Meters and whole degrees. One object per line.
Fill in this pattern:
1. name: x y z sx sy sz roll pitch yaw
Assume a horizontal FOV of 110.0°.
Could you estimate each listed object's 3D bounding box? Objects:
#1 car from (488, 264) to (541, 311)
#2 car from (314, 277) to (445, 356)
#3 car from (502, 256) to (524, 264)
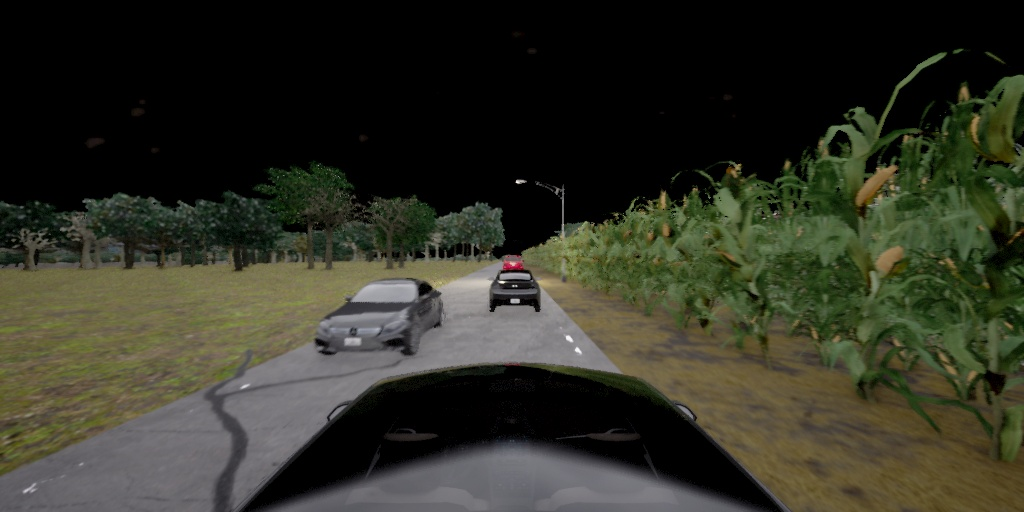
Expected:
1. car: 0.108 1.261 14.426 1.837 1.490 4.892 0 0 0
2. car: -2.846 1.278 8.742 1.812 1.442 4.674 0 0 0
3. car: 0.120 0.996 38.336 2.150 2.045 5.566 0 0 0
